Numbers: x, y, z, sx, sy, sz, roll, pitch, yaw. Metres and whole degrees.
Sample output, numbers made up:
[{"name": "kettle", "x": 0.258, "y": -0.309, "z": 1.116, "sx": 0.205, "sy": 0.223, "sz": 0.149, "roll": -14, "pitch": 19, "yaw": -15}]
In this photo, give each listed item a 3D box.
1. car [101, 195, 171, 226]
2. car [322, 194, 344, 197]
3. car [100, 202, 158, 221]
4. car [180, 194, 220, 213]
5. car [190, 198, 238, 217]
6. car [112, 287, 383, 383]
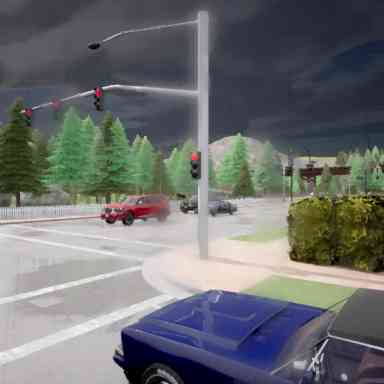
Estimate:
[{"name": "car", "x": -3.909, "y": 1.223, "z": 24.203, "sx": 2.150, "sy": 2.045, "sz": 5.566, "roll": 0, "pitch": 0, "yaw": 38}, {"name": "car", "x": 16.508, "y": 1.223, "z": 38.392, "sx": 2.150, "sy": 2.045, "sz": 5.566, "roll": 0, "pitch": 0, "yaw": 38}, {"name": "car", "x": -5.257, "y": 1.603, "z": 28.137, "sx": 1.895, "sy": 1.301, "sz": 4.718, "roll": 0, "pitch": 0, "yaw": 38}, {"name": "car", "x": 1.080, "y": 1.224, "z": 36.118, "sx": 2.150, "sy": 2.045, "sz": 5.566, "roll": 0, "pitch": 0, "yaw": 39}, {"name": "car", "x": 2.459, "y": 1.549, "z": 32.231, "sx": 2.033, "sy": 1.411, "sz": 5.357, "roll": 0, "pitch": 0, "yaw": 38}, {"name": "car", "x": 1.502, "y": 1.601, "z": 2.894, "sx": 4.718, "sy": 1.301, "sz": 1.895, "roll": 0, "pitch": 0, "yaw": 36}]
